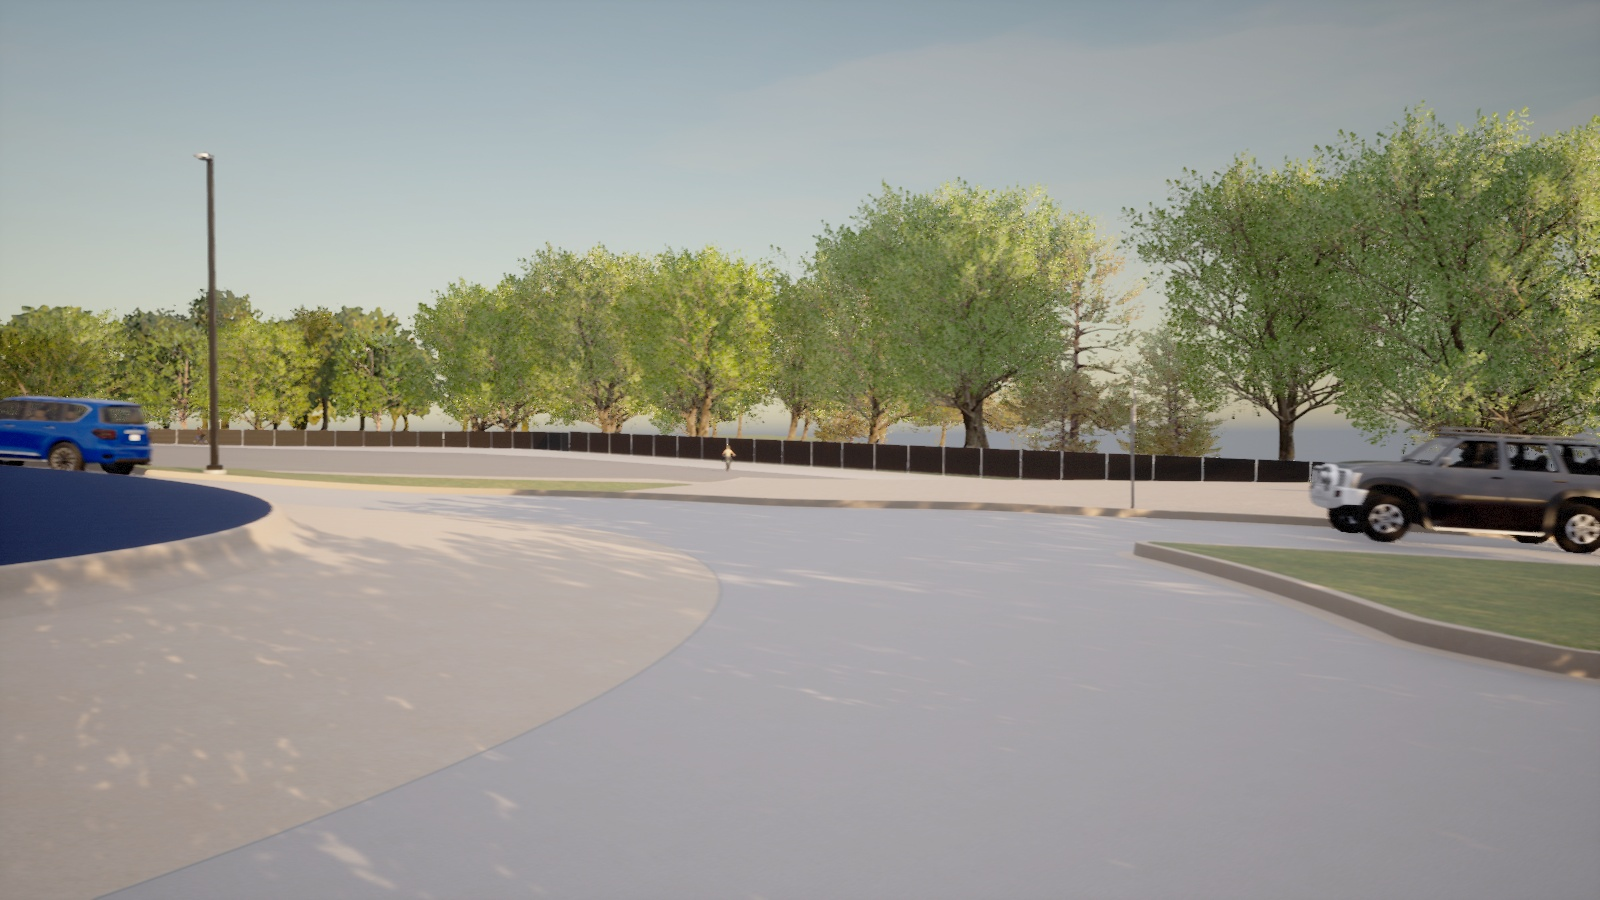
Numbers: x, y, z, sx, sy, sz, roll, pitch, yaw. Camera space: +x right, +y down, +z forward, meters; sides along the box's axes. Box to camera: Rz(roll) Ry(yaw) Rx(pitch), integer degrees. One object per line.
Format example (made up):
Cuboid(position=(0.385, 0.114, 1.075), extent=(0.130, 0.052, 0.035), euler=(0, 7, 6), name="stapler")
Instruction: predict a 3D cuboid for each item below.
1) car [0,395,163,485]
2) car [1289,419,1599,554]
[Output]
Cuboid(position=(-20.014, -0.330, 32.988), extent=(5.566, 2.045, 2.150), euler=(4, 1, 10), name="car")
Cuboid(position=(10.533, 0.533, 20.118), extent=(4.605, 1.855, 1.932), euler=(3, 2, 7), name="car")
